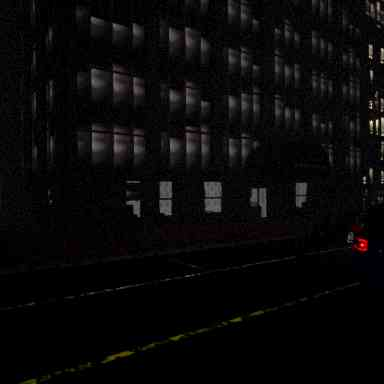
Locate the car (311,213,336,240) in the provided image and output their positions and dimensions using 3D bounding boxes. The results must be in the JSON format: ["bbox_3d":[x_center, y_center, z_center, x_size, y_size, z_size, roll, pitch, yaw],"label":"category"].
[{"bbox_3d":[7.474,1.542,15.764,4.507,1.381,1.887,0,-1,-35],"label":"car"}]

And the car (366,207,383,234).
[{"bbox_3d":[12.101,1.547,19.065,4.403,1.369,2.008,0,-1,-35],"label":"car"}]

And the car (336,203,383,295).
[{"bbox_3d":[5.876,1.219,7.501,5.566,2.045,2.150,0,0,-35],"label":"car"}]
